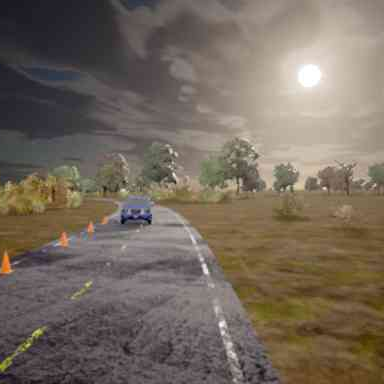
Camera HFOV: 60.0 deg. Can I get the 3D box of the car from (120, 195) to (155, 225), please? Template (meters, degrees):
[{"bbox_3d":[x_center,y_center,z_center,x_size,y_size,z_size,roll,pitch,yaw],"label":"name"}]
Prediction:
[{"bbox_3d":[-4.011,1.283,24.853,2.150,2.045,5.566,0,0,-6],"label":"car"}]

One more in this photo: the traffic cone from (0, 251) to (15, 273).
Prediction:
[{"bbox_3d":[-5.303,1.985,9.485,0.340,0.580,0.340,0,0,-2],"label":"traffic cone"}]

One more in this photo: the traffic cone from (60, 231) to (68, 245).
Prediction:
[{"bbox_3d":[-5.551,1.996,14.428,0.340,0.580,0.340,0,0,-3],"label":"traffic cone"}]

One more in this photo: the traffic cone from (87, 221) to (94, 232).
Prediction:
[{"bbox_3d":[-5.892,2.007,19.365,0.340,0.580,0.340,0,0,-4],"label":"traffic cone"}]
